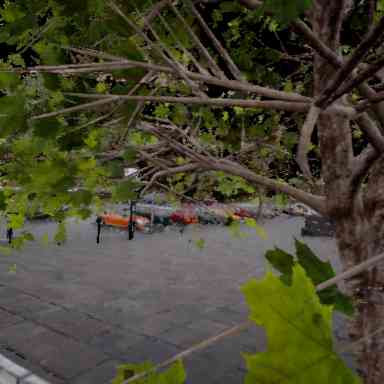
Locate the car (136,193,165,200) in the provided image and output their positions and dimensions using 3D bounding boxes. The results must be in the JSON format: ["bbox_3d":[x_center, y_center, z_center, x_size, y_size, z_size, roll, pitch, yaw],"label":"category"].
[{"bbox_3d":[-6.307,1.228,50.883,2.150,2.045,5.566,7,3,36],"label":"car"}]

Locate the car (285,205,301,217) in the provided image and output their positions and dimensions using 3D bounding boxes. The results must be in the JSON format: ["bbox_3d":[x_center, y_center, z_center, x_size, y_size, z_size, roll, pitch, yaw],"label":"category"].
[{"bbox_3d":[15.386,3.139,57.403,5.566,2.045,2.435,7,2,16],"label":"car"}]

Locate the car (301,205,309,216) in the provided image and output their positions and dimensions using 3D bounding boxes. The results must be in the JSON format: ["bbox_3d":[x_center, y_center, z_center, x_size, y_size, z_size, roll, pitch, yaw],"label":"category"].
[{"bbox_3d":[18.997,3.604,62.245,5.366,1.575,1.946,7,2,16],"label":"car"}]

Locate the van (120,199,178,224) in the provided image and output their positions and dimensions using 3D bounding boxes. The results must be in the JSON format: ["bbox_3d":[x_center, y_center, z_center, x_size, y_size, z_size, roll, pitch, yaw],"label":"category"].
[{"bbox_3d":[-4.037,2.173,30.621,4.442,1.987,1.878,7,3,16],"label":"van"}]

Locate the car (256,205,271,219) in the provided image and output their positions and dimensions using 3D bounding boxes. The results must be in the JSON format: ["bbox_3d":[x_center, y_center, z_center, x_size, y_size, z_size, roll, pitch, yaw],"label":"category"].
[{"bbox_3d":[8.353,3.019,47.650,4.892,1.521,2.231,7,3,16],"label":"car"}]

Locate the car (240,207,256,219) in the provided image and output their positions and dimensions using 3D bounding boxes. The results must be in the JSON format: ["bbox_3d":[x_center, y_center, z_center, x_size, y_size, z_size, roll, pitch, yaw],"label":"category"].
[{"bbox_3d":[4.909,2.597,42.762,5.566,2.045,2.435,7,2,16],"label":"car"}]

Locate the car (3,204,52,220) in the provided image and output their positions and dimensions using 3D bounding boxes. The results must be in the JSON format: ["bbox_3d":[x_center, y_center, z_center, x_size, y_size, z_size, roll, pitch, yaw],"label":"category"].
[{"bbox_3d":[-12.743,1.610,27.269,1.837,1.490,4.892,7,1,37],"label":"car"}]

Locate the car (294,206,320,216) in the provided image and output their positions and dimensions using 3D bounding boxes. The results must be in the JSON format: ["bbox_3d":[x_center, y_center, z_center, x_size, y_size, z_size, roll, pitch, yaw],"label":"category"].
[{"bbox_3d":[24.018,3.927,69.615,4.792,1.488,2.163,7,2,16],"label":"car"}]

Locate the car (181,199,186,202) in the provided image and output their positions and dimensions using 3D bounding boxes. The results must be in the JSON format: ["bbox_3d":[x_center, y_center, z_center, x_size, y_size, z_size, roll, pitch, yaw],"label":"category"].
[{"bbox_3d":[-0.353,2.339,35.449,5.566,2.045,2.435,7,2,16],"label":"car"}]

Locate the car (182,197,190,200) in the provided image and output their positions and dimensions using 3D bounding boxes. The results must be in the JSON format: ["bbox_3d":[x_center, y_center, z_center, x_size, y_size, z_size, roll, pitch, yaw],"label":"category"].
[{"bbox_3d":[-0.192,1.634,64.518,1.882,1.535,5.008,7,2,36],"label":"car"}]

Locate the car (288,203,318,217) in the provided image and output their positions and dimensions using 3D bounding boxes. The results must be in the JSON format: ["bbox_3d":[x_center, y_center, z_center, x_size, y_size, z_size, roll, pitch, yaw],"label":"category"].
[{"bbox_3d":[22.305,3.541,67.162,5.566,2.045,2.435,7,2,16],"label":"car"}]

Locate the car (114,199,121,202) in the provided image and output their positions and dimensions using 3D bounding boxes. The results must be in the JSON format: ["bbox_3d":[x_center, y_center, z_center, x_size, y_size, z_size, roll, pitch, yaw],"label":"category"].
[{"bbox_3d":[-10.317,1.117,50.464,1.882,1.535,5.008,7,2,36],"label":"car"}]

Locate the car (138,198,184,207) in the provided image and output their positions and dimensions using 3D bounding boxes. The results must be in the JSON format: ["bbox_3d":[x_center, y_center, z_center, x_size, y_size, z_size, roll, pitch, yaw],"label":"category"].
[{"bbox_3d":[-2.177,2.246,33.022,5.566,2.045,2.435,7,3,16],"label":"car"}]

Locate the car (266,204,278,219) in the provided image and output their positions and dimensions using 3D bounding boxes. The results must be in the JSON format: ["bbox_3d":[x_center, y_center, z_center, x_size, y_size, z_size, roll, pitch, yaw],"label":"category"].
[{"bbox_3d":[10.137,2.985,50.077,4.553,1.767,2.185,7,3,16],"label":"car"}]

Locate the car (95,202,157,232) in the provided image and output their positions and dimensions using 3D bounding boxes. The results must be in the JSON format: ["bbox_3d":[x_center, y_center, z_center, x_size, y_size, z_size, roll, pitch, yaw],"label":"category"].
[{"bbox_3d":[-5.758,2.193,28.188,4.553,1.767,2.185,7,2,16],"label":"car"}]

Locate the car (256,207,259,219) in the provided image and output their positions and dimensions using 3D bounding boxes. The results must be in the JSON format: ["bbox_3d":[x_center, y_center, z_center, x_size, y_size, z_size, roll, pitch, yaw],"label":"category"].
[{"bbox_3d":[6.628,2.962,45.214,4.792,1.488,2.163,7,2,16],"label":"car"}]

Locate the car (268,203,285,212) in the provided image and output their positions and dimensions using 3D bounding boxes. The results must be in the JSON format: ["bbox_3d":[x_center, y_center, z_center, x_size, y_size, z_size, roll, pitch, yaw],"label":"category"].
[{"bbox_3d":[11.823,3.068,52.541,4.553,1.767,2.185,7,2,16],"label":"car"}]
